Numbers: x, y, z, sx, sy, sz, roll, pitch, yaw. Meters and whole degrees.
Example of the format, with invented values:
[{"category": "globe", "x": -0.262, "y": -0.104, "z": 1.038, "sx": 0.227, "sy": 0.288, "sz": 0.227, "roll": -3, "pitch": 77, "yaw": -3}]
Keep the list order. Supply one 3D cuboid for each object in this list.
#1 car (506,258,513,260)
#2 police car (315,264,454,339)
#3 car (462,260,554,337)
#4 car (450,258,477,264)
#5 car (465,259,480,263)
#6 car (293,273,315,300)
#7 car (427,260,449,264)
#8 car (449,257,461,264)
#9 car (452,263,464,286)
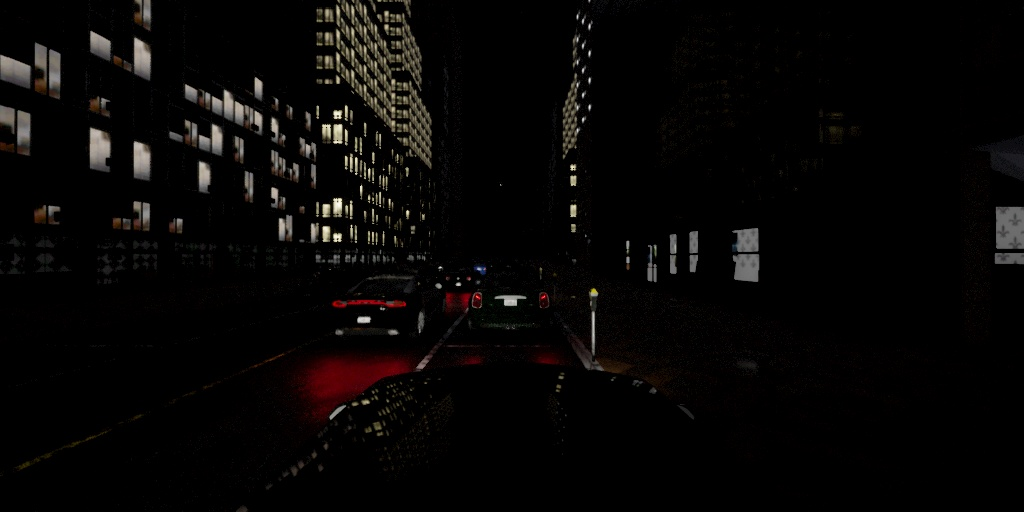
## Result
[{"category": "car", "x": -0.455, "y": 1.298, "z": 46.099, "sx": 1.948, "sy": 1.339, "sz": 4.313, "roll": 0, "pitch": 0, "yaw": 0}, {"category": "police car", "x": -3.147, "y": 1.175, "z": 10.227, "sx": 1.930, "sy": 1.638, "sz": 5.238, "roll": 0, "pitch": 0, "yaw": 0}, {"category": "car", "x": -0.032, "y": 1.102, "z": 10.469, "sx": 2.097, "sy": 1.767, "sz": 4.553, "roll": 0, "pitch": 0, "yaw": 0}, {"category": "car", "x": -6.191, "y": 1.280, "z": 46.023, "sx": 2.033, "sy": 1.411, "sz": 5.357, "roll": 0, "pitch": 0, "yaw": 0}, {"category": "car", "x": -3.100, "y": 1.286, "z": 36.216, "sx": 2.033, "sy": 1.411, "sz": 5.357, "roll": 0, "pitch": 0, "yaw": 0}, {"category": "car", "x": -8.836, "y": 1.313, "z": 17.650, "sx": 1.948, "sy": 1.339, "sz": 4.313, "roll": 0, "pitch": 0, "yaw": 0}, {"category": "car", "x": -8.836, "y": 1.286, "z": 40.419, "sx": 2.007, "sy": 1.370, "sz": 4.403, "roll": 0, "pitch": 0, "yaw": 0}, {"category": "car", "x": -8.836, "y": 1.273, "z": 51.803, "sx": 1.888, "sy": 1.381, "sz": 4.507, "roll": 0, "pitch": 0, "yaw": 0}, {"category": "car", "x": -3.087, "y": 1.346, "z": 23.029, "sx": 1.895, "sy": 1.301, "sz": 4.718, "roll": 0, "pitch": 0, "yaw": 0}]
